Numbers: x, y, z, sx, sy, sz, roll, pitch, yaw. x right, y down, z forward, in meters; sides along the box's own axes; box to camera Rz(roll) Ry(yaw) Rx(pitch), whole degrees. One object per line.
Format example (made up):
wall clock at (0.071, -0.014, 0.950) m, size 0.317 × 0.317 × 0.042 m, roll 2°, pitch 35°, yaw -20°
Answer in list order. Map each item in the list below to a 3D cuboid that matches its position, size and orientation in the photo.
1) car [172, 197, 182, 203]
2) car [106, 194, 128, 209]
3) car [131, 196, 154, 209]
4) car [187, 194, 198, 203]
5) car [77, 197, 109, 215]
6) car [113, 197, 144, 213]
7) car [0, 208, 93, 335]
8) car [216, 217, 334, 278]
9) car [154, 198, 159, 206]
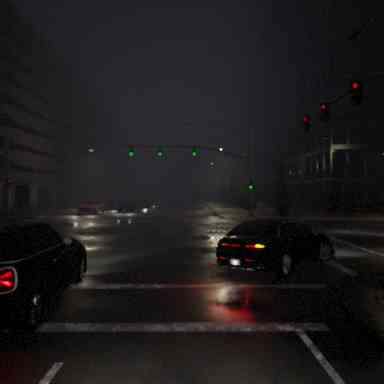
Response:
car at (-3.396, 1.770, 76.046) m, size 1.994 × 1.385 × 4.181 m, roll 0°, pitch 0°, yaw 1°
car at (-10.859, 1.354, 45.956) m, size 2.150 × 2.045 × 5.566 m, roll 0°, pitch 0°, yaw 1°
car at (-7.311, 1.619, 49.292) m, size 1.882 × 1.535 × 5.008 m, roll 0°, pitch 0°, yaw 1°
car at (0.107, 1.443, 76.267) m, size 2.150 × 2.045 × 5.566 m, roll 0°, pitch 0°, yaw 1°
car at (-10.904, 1.582, 36.135) m, size 1.882 × 1.535 × 5.008 m, roll 0°, pitch 0°, yaw 0°
car at (-7.412, 1.661, 39.312) m, size 2.033 × 1.411 × 5.357 m, roll 0°, pitch 0°, yaw 0°
car at (-3.671, 1.379, 6.864) m, size 2.097 × 1.767 × 4.553 m, roll 0°, pitch -1°, yaw -5°
car at (2.734, 1.568, 10.488) m, size 1.837 × 1.490 × 4.892 m, roll -4°, pitch -2°, yaw 42°
car at (-7.106, 1.719, 59.733) m, size 2.033 × 1.411 × 5.357 m, roll 0°, pitch 0°, yaw 1°
